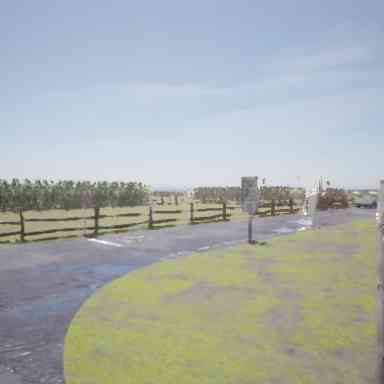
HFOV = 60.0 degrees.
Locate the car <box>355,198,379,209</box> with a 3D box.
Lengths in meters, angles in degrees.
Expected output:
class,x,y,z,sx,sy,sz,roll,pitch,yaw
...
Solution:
class,x,y,z,sx,sy,sz,roll,pitch,yaw
car,23.564,1.442,44.338,2.033,1.411,5.357,1,1,44
